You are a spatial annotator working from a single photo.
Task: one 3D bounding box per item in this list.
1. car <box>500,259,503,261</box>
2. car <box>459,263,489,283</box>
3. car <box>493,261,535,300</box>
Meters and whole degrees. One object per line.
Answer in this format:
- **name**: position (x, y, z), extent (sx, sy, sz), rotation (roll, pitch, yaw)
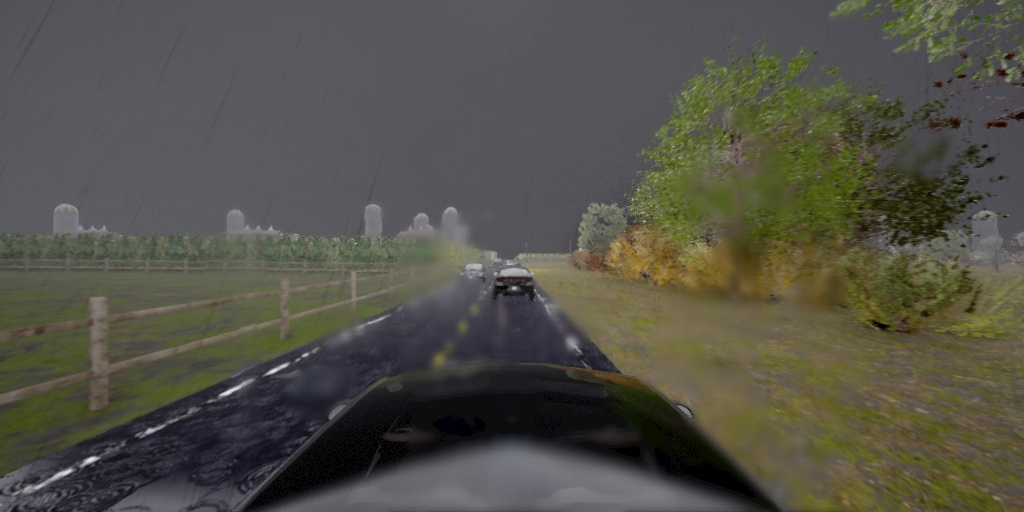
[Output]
- **car**: position (0.094, 1.208, 37.479), extent (2.128, 1.511, 4.902), rotation (0, 0, 0)
- **car**: position (-2.847, 1.251, 27.567), extent (1.812, 1.442, 4.674), rotation (0, 0, 0)
- **car**: position (0.097, 1.212, 17.635), extent (1.882, 1.535, 5.008), rotation (0, 0, 0)
